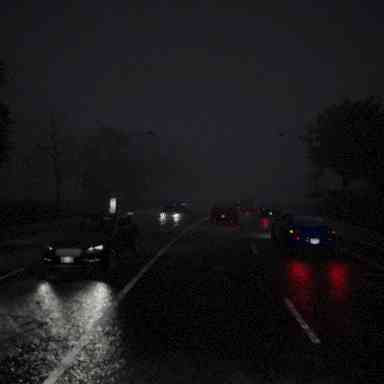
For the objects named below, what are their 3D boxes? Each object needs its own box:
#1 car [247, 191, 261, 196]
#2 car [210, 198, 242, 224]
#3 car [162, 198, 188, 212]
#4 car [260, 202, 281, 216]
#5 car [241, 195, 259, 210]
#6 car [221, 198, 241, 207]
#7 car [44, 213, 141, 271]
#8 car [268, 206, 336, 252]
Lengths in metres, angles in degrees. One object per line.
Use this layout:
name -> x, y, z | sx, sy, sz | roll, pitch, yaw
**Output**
car -> 14.078, 0.797, 76.386 | 2.150, 2.045, 5.566 | 0, 0, 30
car -> 2.512, 1.461, 24.700 | 1.882, 1.535, 5.008 | 0, 0, 10
car -> -1.894, 1.430, 38.028 | 1.882, 1.535, 5.008 | 0, 0, 15
car -> 7.512, 1.594, 31.731 | 1.895, 1.301, 4.718 | 0, 0, 13
car -> 6.800, 1.471, 42.199 | 2.128, 1.511, 4.902 | 0, 0, 17
car -> 6.084, 1.565, 51.534 | 1.895, 1.301, 4.718 | 0, 0, 21
car -> -3.004, 1.474, 10.985 | 2.128, 1.511, 4.902 | 0, 0, 5
car -> 4.471, 1.524, 13.759 | 1.812, 1.442, 4.674 | 0, 0, 6
